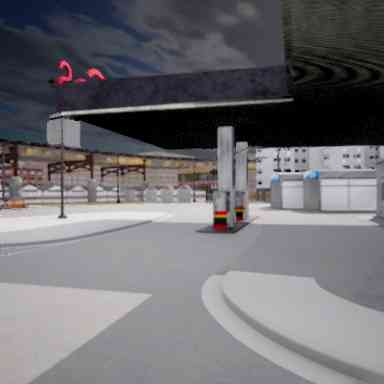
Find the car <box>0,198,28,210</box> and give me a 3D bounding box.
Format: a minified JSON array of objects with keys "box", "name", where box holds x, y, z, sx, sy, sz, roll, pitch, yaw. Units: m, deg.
[{"box":[-26.386,1.681,48.427,2.097,1.767,4.553,0,0,30],"name":"car"}]
